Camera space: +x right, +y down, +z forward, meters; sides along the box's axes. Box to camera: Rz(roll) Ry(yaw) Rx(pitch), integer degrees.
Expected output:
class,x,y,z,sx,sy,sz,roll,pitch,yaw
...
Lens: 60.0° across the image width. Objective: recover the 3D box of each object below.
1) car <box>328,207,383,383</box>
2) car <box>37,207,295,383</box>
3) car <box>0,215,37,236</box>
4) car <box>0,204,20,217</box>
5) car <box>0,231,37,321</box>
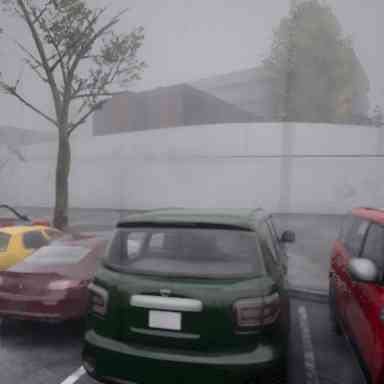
class,x,y,z,sx,sy,sz,roll,pitch,yaw
car,2.914,1.232,3.698,2.435,2.045,5.566,0,-1,15
car,0.468,1.260,5.498,2.435,2.045,5.566,-1,-1,15
car,-4.400,1.567,9.112,1.946,1.575,5.366,-1,-1,15
car,-6.899,1.344,10.691,2.435,2.045,5.566,-1,-1,15
car,-1.996,1.579,7.198,2.002,1.452,4.674,-1,-1,15
